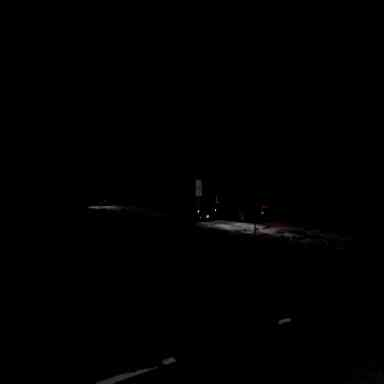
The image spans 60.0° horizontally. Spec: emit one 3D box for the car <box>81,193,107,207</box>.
[{"bbox_3d":[-11.833,0.896,39.956,1.837,1.490,4.892,-1,1,-36],"label":"car"}]

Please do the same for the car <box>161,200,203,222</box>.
[{"bbox_3d":[-0.250,1.289,23.871,1.895,1.301,4.718,-1,2,-36],"label":"car"}]

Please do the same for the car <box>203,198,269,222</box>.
[{"bbox_3d":[3.205,1.167,23.656,1.882,1.535,5.008,-1,2,-34],"label":"car"}]
